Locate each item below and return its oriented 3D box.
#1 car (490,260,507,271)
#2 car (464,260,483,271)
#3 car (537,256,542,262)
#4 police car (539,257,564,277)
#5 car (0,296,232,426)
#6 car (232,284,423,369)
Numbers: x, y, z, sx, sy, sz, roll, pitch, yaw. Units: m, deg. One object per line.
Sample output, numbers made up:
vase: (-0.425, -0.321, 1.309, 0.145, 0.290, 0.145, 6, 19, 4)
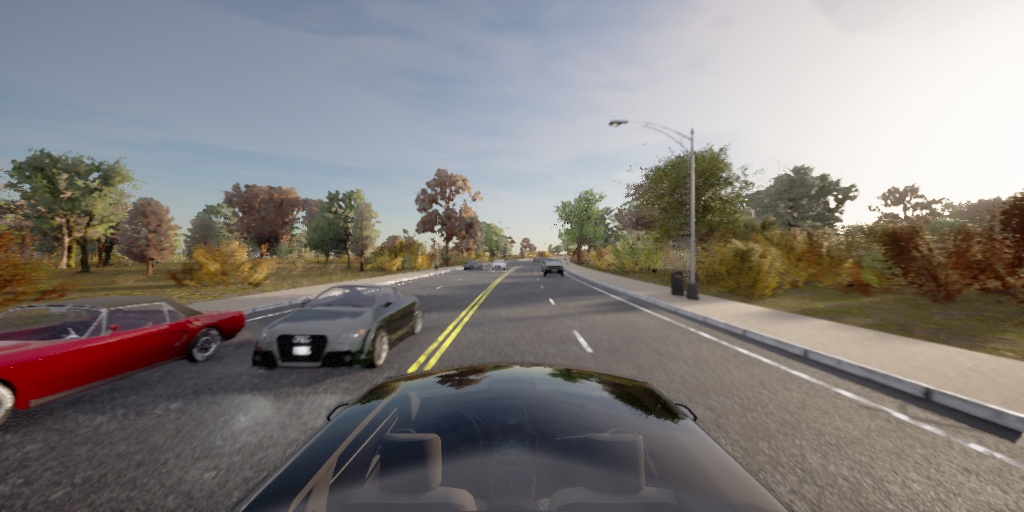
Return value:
car: (-1.735, 1.227, 49.200, 1.812, 1.442, 4.674, 0, 0, 4)
car: (-5.089, 1.262, 47.528, 1.994, 1.385, 4.181, 0, 0, 4)
car: (5.428, 1.192, 57.403, 2.128, 1.511, 4.902, 0, 0, 5)
police car: (4.051, 1.159, 35.709, 1.930, 1.638, 5.238, 0, 0, 3)
car: (-6.582, 1.335, 5.337, 1.895, 1.301, 4.718, 0, 0, 0)
car: (-3.307, 1.305, 7.660, 1.994, 1.385, 4.181, 0, 0, 1)
